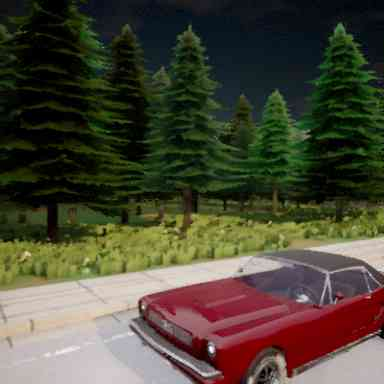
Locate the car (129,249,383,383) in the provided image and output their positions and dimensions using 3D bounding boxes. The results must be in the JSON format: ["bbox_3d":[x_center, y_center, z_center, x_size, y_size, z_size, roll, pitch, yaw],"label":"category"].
[{"bbox_3d":[1.520,1.640,5.062,4.718,1.301,1.895,1,0,-35],"label":"car"}]
